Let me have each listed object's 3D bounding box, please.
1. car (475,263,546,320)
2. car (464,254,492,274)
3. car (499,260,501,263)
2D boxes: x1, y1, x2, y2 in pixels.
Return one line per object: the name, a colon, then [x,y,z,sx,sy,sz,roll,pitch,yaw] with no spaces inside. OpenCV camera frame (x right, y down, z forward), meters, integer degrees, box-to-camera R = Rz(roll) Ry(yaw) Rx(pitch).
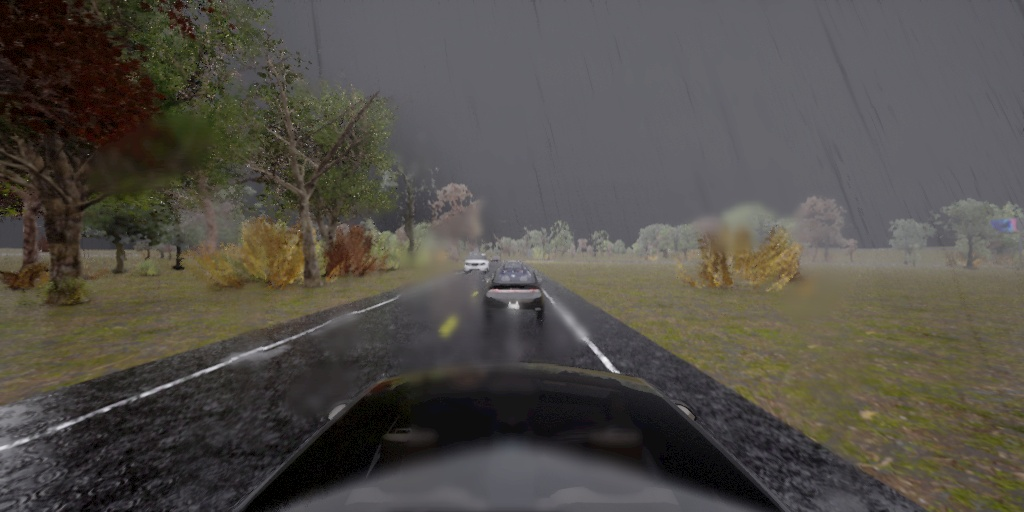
car: [0.089,1.185,12.433,2.128,1.511,4.902,0,0,0]
car: [-3.594,0.780,37.344,2.150,2.045,5.566,0,0,0]
car: [0.095,1.202,29.183,1.895,1.301,4.718,0,0,0]
